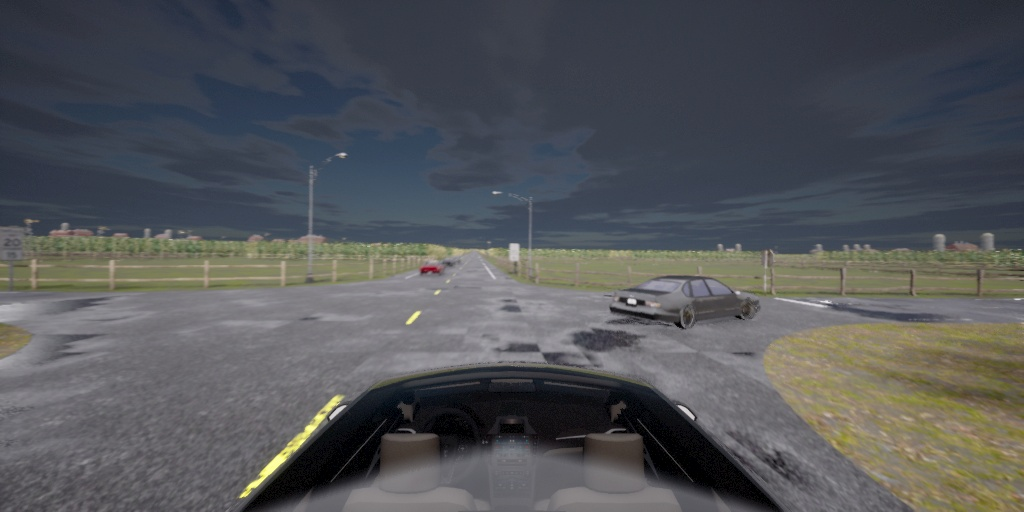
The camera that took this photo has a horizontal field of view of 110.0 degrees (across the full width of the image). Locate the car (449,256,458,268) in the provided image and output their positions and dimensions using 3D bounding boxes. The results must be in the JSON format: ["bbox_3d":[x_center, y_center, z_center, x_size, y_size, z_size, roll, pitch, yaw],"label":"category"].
[{"bbox_3d":[-8.719,0.951,48.635,1.895,1.301,4.718,1,0,-6],"label":"car"}]

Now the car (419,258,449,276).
[{"bbox_3d":[-7.073,1.081,32.126,1.895,1.301,4.718,1,0,-6],"label":"car"}]

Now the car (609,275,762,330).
[{"bbox_3d":[5.501,1.312,11.173,5.357,1.411,2.033,0,1,-30],"label":"car"}]
